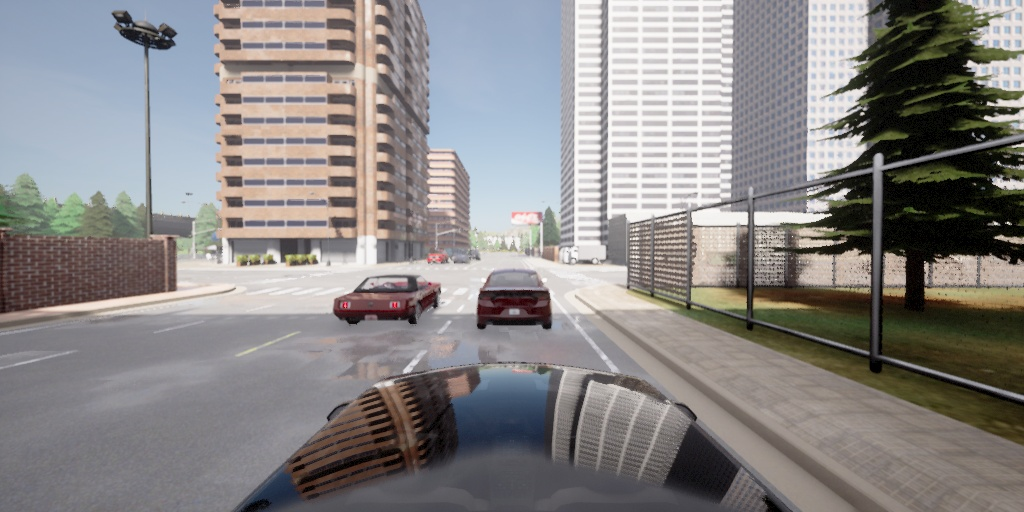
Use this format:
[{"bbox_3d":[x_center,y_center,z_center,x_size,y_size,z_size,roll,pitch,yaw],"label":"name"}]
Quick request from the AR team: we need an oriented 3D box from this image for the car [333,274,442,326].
[{"bbox_3d":[-3.453,1.192,10.992,1.895,1.301,4.718,0,1,0],"label":"car"}]

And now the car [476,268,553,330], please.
[{"bbox_3d":[0.061,1.076,10.595,1.882,1.535,5.008,0,1,0],"label":"car"}]

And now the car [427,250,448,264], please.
[{"bbox_3d":[-10.666,0.120,51.711,2.150,2.045,5.566,0,1,0],"label":"car"}]

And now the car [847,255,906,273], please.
[{"bbox_3d":[30.383,0.698,29.378,5.008,1.535,1.882,0,1,0],"label":"car"}]

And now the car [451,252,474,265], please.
[{"bbox_3d":[-7.170,0.452,51.303,2.033,1.411,5.357,0,1,0],"label":"car"}]

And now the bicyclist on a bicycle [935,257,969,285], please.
[{"bbox_3d":[22.390,0.709,18.366,0.582,1.620,1.656,0,1,0],"label":"bicyclist on a bicycle"}]
